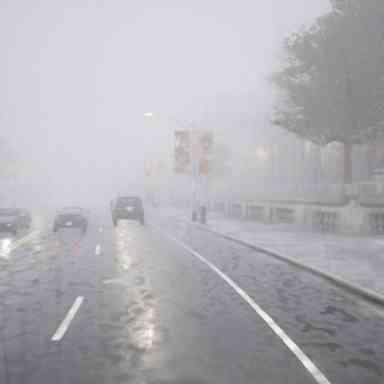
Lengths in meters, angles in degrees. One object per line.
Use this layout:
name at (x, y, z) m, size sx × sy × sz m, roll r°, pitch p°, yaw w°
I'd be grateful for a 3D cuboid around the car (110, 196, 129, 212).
car at (-8.984, 1.455, 41.017) m, size 2.097 × 1.767 × 4.553 m, roll 0°, pitch 0°, yaw -14°

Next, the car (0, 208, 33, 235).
car at (-10.794, 1.633, 19.573) m, size 2.033 × 1.411 × 5.357 m, roll 0°, pitch 0°, yaw -14°

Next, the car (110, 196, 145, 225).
car at (-4.828, 1.281, 24.829) m, size 2.150 × 2.045 × 5.566 m, roll 0°, pitch 0°, yaw -14°

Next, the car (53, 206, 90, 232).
car at (-7.380, 1.593, 20.650) m, size 1.812 × 1.442 × 4.674 m, roll 0°, pitch 0°, yaw -14°
